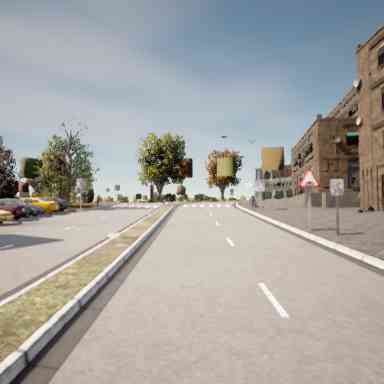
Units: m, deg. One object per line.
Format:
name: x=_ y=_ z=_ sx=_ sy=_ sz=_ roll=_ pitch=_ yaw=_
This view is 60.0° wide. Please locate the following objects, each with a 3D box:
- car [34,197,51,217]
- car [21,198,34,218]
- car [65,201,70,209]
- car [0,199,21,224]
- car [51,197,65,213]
car: x=-14.390 y=1.290 z=26.613 sx=4.892 sy=1.521 sz=2.231 roll=0 pitch=1 yaw=0
car: x=-14.417 y=1.350 z=23.862 sx=4.792 sy=1.488 sz=2.163 roll=0 pitch=0 yaw=0
car: x=-14.368 y=1.224 z=32.120 sx=4.892 sy=1.521 sz=2.231 roll=0 pitch=1 yaw=0
car: x=-14.207 y=1.342 z=21.102 sx=5.366 sy=1.575 sz=1.946 roll=0 pitch=0 yaw=0
car: x=-14.374 y=1.257 z=29.366 sx=5.008 sy=1.535 sz=2.097 roll=0 pitch=1 yaw=0
